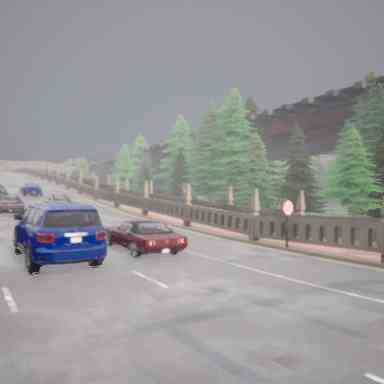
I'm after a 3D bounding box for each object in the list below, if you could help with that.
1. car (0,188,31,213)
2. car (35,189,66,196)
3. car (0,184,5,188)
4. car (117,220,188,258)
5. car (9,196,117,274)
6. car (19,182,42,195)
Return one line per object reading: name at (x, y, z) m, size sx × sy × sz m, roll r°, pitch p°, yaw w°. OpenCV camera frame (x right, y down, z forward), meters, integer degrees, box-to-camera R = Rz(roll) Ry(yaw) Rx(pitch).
car at (-13.663, 0.866, 24.633) m, size 2.128 × 1.511 × 4.902 m, roll 1°, pitch 4°, yaw -34°
car at (-10.800, 0.935, 26.648) m, size 2.128 × 1.511 × 4.902 m, roll 1°, pitch 4°, yaw -34°
car at (-20.688, -0.260, 34.901) m, size 1.895 × 1.301 × 4.718 m, roll 1°, pitch 5°, yaw -34°
car at (-2.193, 1.824, 14.044) m, size 1.895 × 1.301 × 4.718 m, roll 1°, pitch 0°, yaw -34°
car at (-4.772, 1.385, 11.626) m, size 2.150 × 2.045 × 5.566 m, roll 1°, pitch 0°, yaw -34°
car at (-18.233, -0.393, 37.537) m, size 1.882 × 1.535 × 5.008 m, roll 2°, pitch 5°, yaw -34°
